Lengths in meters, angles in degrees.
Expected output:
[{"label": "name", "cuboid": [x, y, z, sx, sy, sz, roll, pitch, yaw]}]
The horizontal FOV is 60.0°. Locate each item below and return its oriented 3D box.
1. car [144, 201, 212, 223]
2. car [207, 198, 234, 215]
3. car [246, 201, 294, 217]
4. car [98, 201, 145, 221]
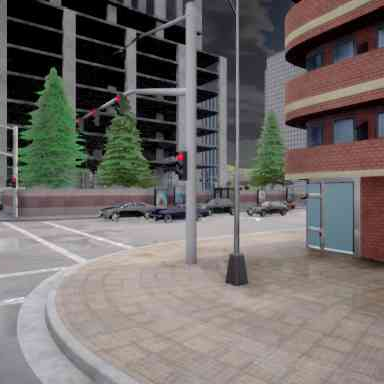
[{"label": "car", "cuboid": [-1.021, 1.656, 26.332, 4.718, 1.301, 1.895, 0, 0, -35]}, {"label": "car", "cuboid": [2.207, 1.407, 32.896, 4.553, 1.767, 2.097, 0, 0, -35]}, {"label": "car", "cuboid": [7.364, 1.581, 32.248, 4.674, 1.442, 1.812, 0, 0, -35]}, {"label": "car", "cuboid": [-5.283, 1.546, 27.608, 4.902, 1.511, 2.128, 0, 0, -35]}]
